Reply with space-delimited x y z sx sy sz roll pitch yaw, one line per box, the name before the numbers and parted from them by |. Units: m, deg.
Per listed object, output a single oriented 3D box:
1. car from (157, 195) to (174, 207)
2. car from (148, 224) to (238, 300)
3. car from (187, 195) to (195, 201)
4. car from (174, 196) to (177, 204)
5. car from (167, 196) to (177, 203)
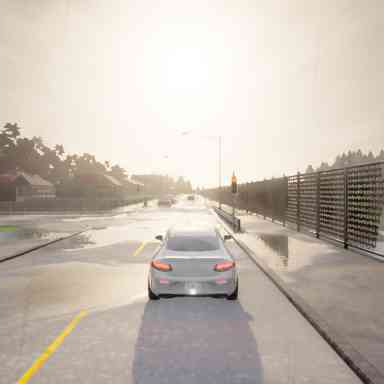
car | -4.256 1.478 51.782 1.882 1.535 5.008 0 0 0
car | 0.029 1.526 8.243 1.812 1.442 4.674 0 0 0
car | -0.275 1.478 86.366 1.882 1.535 5.008 0 0 0
car | -4.257 1.352 61.712 2.097 1.767 4.553 0 0 0
car | -4.225 1.524 71.625 1.812 1.442 4.674 0 0 0
